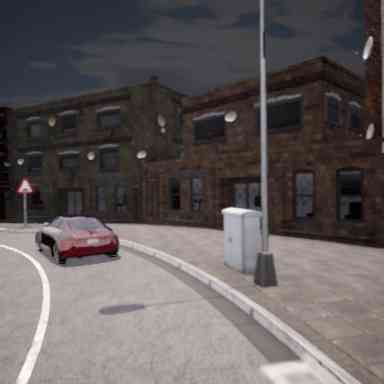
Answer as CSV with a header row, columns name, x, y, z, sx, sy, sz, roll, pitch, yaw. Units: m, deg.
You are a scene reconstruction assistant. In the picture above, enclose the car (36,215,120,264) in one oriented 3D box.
name,x,y,z,sx,sy,sz,roll,pitch,yaw
car,-4.185,1.499,11.848,1.994,1.385,4.181,-1,0,-35
